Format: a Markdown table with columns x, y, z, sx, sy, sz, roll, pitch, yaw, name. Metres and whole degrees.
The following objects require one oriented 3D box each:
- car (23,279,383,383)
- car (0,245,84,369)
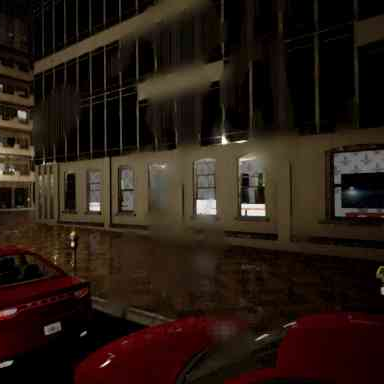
| x | y | z | sx | sy | sz | roll | pitch | yaw | name |
| --- | --- | --- | --- | --- | --- | --- | --- | --- | --- |
| 1.047 | 1.545 | 2.137 | 4.507 | 1.381 | 1.887 | 0 | -1 | 35 | car |
| -3.527 | 1.546 | 5.396 | 4.507 | 1.381 | 1.887 | 0 | -1 | 35 | car |
